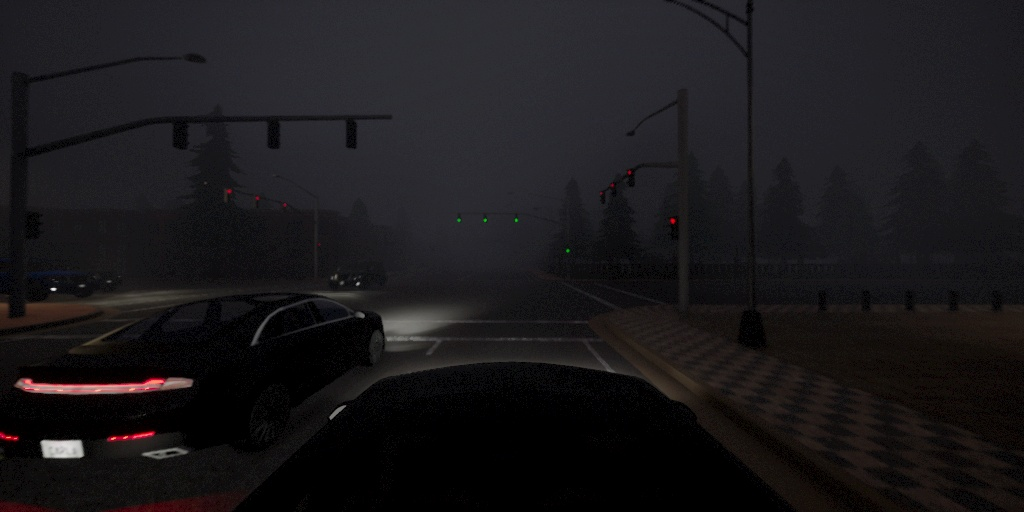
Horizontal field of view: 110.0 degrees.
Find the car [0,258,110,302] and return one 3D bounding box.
[{"bbox_3d":[-23.958,1.124,17.651,5.566,2.045,2.150,0,-1,-1],"label":"car"}]

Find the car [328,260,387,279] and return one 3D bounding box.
[{"bbox_3d":[-10.493,1.318,24.882,2.150,2.045,5.566,0,0,0],"label":"car"}]

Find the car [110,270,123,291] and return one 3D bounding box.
[{"bbox_3d":[-26.522,1.156,21.111,5.566,2.045,2.150,0,-1,-1],"label":"car"}]

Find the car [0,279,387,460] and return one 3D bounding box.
[{"bbox_3d":[-3.416,1.275,5.158,2.128,1.511,4.902,0,0,0],"label":"car"}]
